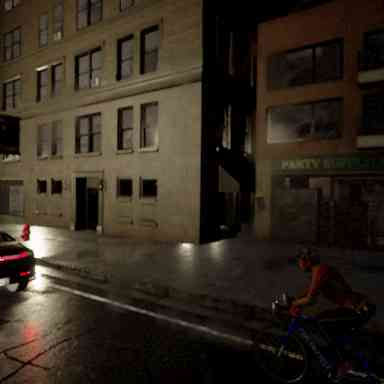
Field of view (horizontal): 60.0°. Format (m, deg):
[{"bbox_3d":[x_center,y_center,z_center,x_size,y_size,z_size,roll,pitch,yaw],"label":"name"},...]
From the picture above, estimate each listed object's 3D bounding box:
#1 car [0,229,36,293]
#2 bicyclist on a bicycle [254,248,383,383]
[{"bbox_3d":[-5.506,1.471,7.620,4.902,1.511,2.128,0,0,36],"label":"car"},{"bbox_3d":[1.435,1.451,3.638,1.656,1.620,0.582,0,0,36],"label":"bicyclist on a bicycle"}]
